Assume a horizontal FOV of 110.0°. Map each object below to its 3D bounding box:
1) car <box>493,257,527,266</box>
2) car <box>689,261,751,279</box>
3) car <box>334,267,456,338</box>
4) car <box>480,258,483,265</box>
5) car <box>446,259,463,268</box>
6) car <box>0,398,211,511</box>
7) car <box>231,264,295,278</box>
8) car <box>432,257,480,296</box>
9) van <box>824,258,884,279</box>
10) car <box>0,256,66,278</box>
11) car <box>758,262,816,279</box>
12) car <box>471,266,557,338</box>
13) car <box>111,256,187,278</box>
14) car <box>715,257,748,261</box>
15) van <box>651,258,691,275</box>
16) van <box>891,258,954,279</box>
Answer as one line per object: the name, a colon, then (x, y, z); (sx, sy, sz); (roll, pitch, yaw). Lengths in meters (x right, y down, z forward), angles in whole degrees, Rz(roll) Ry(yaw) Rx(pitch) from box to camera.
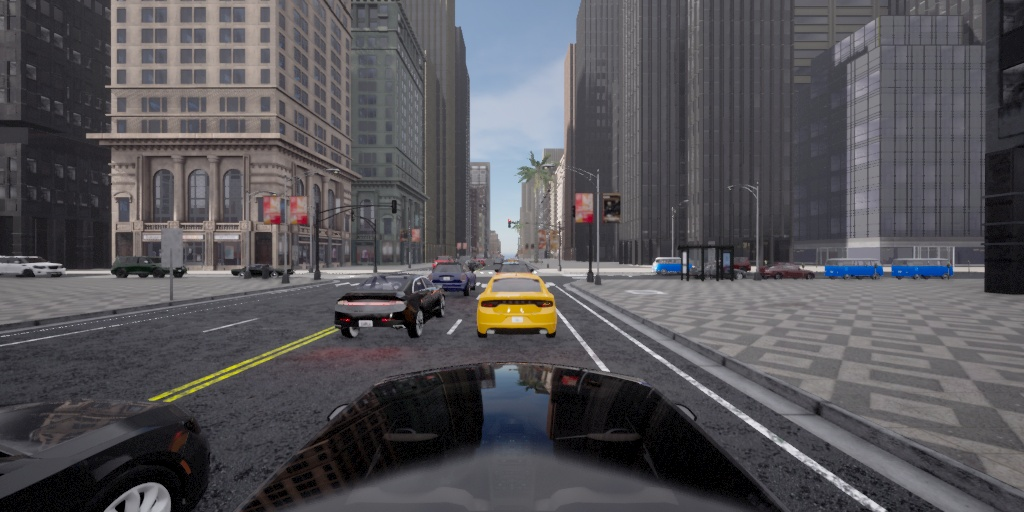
car: (0.123, 1.102, 19.315); (2.097, 1.767, 4.553); (0, 0, 0)
car: (17.107, 1.298, 29.861); (4.403, 1.370, 2.007); (0, 0, 0)
car: (-3.140, 1.241, 10.151); (2.128, 1.511, 4.902); (0, 0, 0)
car: (-6.505, 1.354, 60.315); (1.895, 1.301, 4.718); (0, 0, 0)
car: (-9.744, 1.245, 61.170); (2.128, 1.511, 4.902); (0, 0, 1)
car: (-3.151, 1.255, 0.635); (1.837, 1.490, 4.892); (0, 0, 0)
car: (-22.548, 1.375, 32.610); (4.718, 1.301, 1.895); (0, 0, 0)
car: (-3.127, 1.102, 19.290); (2.097, 1.767, 4.553); (0, 0, 0)
van: (28.463, 1.081, 29.850); (3.998, 1.789, 1.690); (0, 0, 0)
car: (-44.526, 1.020, 32.753); (5.566, 2.045, 2.150); (0, 0, 0)
car: (22.785, 1.326, 29.856); (4.207, 1.307, 1.802); (0, 0, 0)
car: (0.109, 1.227, 10.241); (1.882, 1.535, 5.008); (0, 0, 0)
car: (-33.021, 1.008, 32.678); (5.566, 2.045, 2.150); (0, 0, 0)
car: (22.791, 1.034, 38.381); (5.009, 1.841, 2.192); (0, 0, 0)
van: (17.114, 1.064, 38.386); (3.998, 1.789, 1.690); (0, 0, 0)
van: (34.139, 1.079, 29.845); (3.998, 1.789, 1.690); (0, 0, 0)
